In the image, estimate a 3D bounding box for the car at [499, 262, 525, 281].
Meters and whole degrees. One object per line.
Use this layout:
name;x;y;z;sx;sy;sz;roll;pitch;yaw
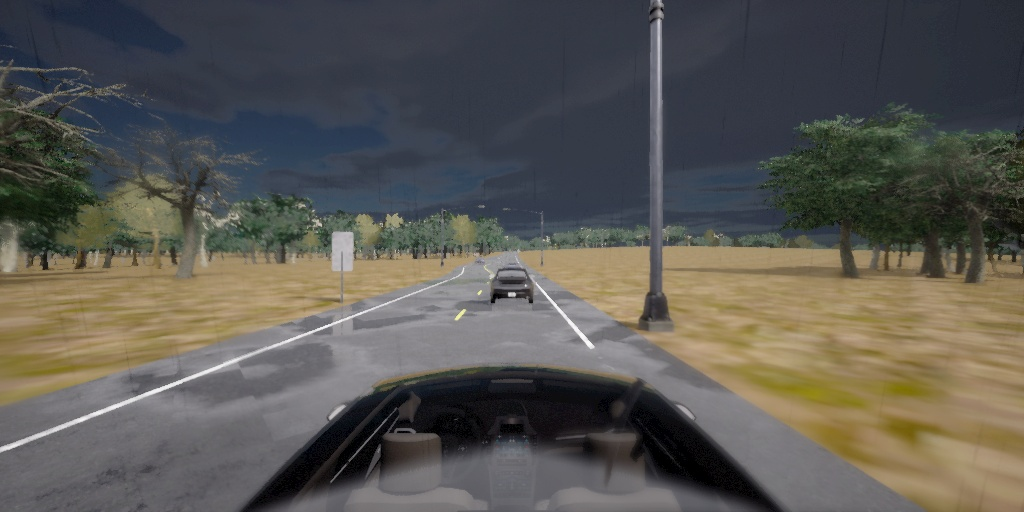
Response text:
car;0.000;1.319;31.503;2.033;1.411;5.357;0;0;0

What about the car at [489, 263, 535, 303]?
car;0.000;1.269;16.500;1.837;1.490;4.892;0;0;0
